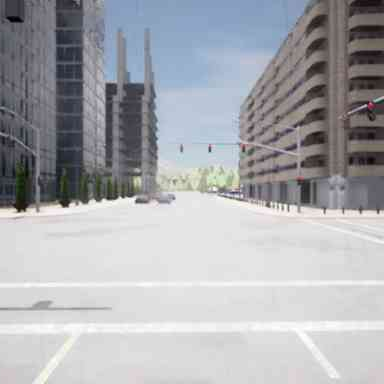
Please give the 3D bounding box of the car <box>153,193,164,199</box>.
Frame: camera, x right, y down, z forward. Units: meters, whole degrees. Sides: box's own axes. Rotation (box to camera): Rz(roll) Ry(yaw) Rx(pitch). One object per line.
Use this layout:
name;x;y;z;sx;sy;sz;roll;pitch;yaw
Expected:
car;-7.814;0.910;77.405;2.033;1.411;5.357;0;0;-1

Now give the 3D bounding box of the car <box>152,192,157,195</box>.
car;-7.718;0.838;65.746;2.097;1.767;4.553;0;0;0

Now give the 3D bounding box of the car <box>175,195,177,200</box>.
car;-4.218;0.993;67.633;1.812;1.442;4.674;0;1;0

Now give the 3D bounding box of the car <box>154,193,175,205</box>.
car;-4.121;1.149;50.749;2.033;1.411;5.357;0;0;0

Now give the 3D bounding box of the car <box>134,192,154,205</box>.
car;-7.531;1.148;50.836;2.033;1.411;5.357;0;0;-1
